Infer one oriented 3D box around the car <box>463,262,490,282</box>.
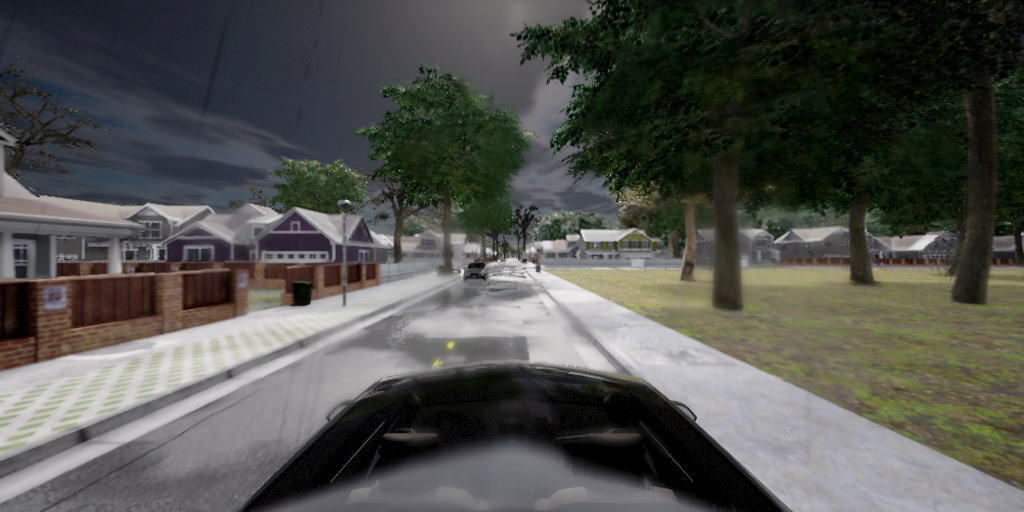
[{"bbox_3d":[-2.847,1.287,29.410,1.837,1.490,4.892,0,0,0],"label":"car"}]
